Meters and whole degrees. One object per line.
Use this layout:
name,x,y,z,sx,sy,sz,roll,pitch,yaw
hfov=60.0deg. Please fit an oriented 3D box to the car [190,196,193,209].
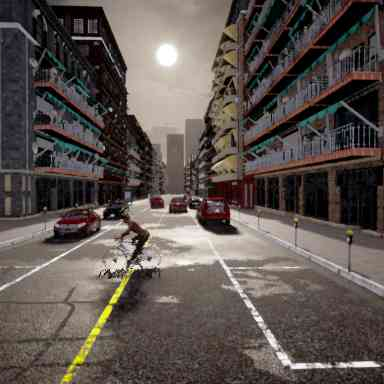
car,0.476,1.568,46.367,1.947,1.339,4.313,-1,0,-3

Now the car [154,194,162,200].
car,-9.444,1.468,91.485,1.967,1.590,4.097,-1,0,-3

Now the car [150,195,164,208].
car,-4.961,1.481,47.694,1.882,1.535,5.008,0,0,-3

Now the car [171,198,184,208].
car,-2.145,1.605,49.464,1.895,1.301,4.718,0,0,-2

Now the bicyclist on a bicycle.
bicyclist on a bicycle,-1.708,1.451,9.462,1.656,1.620,0.582,-1,0,-3

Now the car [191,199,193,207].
car,1.252,1.549,29.392,2.008,1.369,4.403,-1,0,-3

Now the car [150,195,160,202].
car,-8.927,1.460,80.194,1.967,1.590,4.097,-1,0,-3

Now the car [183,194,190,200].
car,-1.558,1.468,91.636,1.967,1.590,4.097,-1,0,-3

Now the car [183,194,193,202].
car,-1.057,1.335,80.319,2.192,1.841,5.009,-1,0,-3

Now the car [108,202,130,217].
car,-6.603,1.564,29.386,1.947,1.339,4.313,-1,0,-3

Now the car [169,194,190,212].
car,-1.666,1.352,39.702,2.097,1.767,4.553,0,0,-2

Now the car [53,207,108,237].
car,-6.086,1.579,18.095,1.802,1.307,4.206,-1,0,-3

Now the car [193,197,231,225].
car,1.508,1.313,23.734,2.192,1.841,5.009,-1,0,-3
